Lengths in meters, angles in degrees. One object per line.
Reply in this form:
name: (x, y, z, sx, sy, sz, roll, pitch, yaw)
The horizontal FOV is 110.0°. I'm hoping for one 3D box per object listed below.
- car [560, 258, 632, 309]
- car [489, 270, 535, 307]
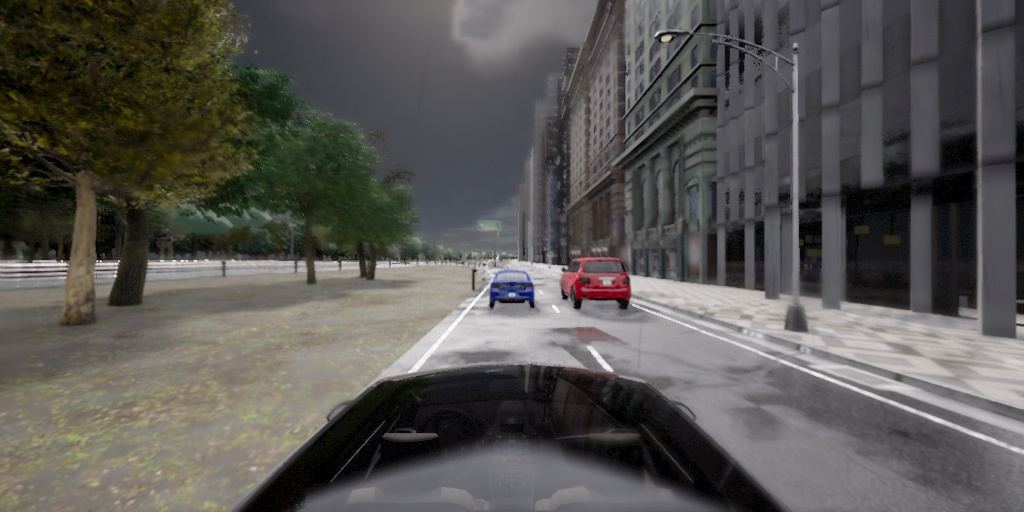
car: (3.503, 1.099, 15.867, 2.150, 2.045, 5.566, 0, 0, 0)
car: (0.007, 1.365, 16.333, 1.882, 1.535, 5.008, 0, 0, 0)
